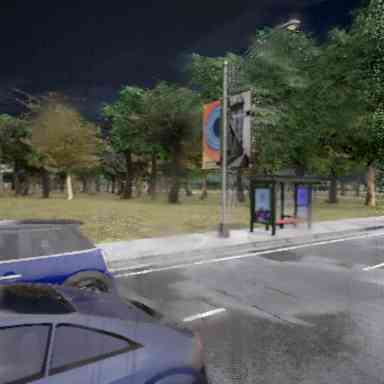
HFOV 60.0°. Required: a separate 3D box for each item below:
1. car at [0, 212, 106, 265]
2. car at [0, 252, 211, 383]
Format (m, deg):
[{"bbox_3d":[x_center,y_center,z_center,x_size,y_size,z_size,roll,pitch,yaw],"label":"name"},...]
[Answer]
[{"bbox_3d":[-3.594,1.256,5.201,4.553,1.767,2.097,0,1,-36],"label":"car"},{"bbox_3d":[-1.862,1.515,2.444,4.181,1.385,1.994,0,1,-36],"label":"car"}]
